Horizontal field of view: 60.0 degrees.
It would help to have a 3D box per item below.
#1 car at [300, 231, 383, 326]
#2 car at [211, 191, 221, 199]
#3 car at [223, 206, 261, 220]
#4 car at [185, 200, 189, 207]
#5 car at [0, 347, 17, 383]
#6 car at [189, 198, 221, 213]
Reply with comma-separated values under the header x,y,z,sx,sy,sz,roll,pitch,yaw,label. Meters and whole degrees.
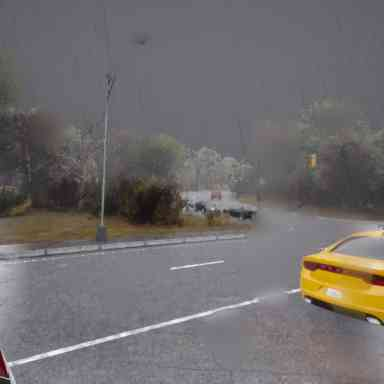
x,y,z,sx,sy,sz,roll,pitch,yaw,label
4.352,1.542,6.855,5.008,1.535,1.882,1,-1,-35,car
5.737,0.741,78.963,2.150,2.045,5.566,2,2,-1,car
5.105,2.147,34.294,1.895,1.301,4.718,3,-1,-22,car
-1.046,1.726,52.688,1.994,1.385,4.181,2,1,-14,car
-3.240,1.353,1.440,4.553,1.767,2.097,0,0,-35,car
1.773,1.926,43.099,2.128,1.511,4.902,2,0,-19,car
